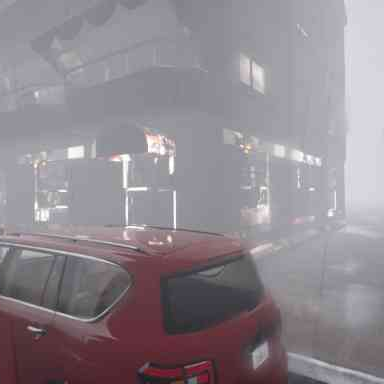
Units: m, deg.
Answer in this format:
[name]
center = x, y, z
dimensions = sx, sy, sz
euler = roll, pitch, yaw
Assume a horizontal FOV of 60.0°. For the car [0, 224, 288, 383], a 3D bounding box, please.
[car]
center = -1.426, 1.316, 3.899
dimensions = 5.009, 1.841, 2.192
euler = 0, -1, 35
